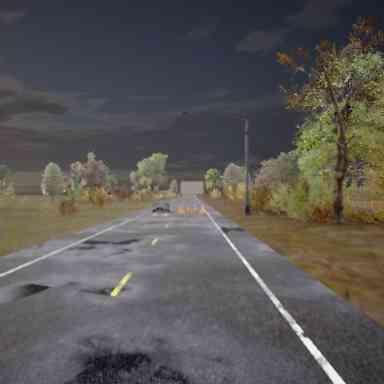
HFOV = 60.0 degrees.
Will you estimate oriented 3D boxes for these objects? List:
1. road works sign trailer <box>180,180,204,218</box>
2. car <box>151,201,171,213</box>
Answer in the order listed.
[{"bbox_3d":[-0.003,0.622,32.334,2.380,3.560,2.880,0,0,0],"label":"road works sign trailer"},{"bbox_3d":[-3.590,1.750,39.230,1.994,1.385,4.181,0,0,0],"label":"car"}]
